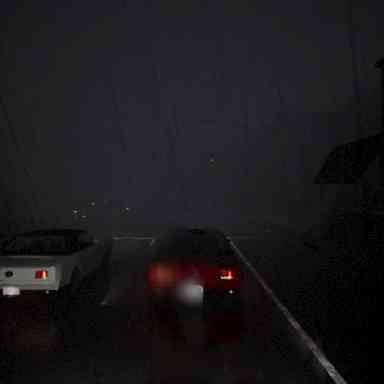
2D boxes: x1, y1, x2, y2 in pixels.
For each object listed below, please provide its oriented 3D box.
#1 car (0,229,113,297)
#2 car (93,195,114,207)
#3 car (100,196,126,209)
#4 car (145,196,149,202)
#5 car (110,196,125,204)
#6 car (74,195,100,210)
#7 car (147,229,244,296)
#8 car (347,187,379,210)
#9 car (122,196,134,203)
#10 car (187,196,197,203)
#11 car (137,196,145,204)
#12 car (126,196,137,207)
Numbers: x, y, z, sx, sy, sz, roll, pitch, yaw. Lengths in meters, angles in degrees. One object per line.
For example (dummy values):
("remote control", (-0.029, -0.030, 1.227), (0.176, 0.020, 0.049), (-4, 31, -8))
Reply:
("car", (-3.427, 1.602, 8.571), (1.895, 1.301, 4.718), (0, 0, 0))
("car", (-14.122, 1.358, 53.198), (2.097, 1.767, 4.553), (0, 0, 1))
("car", (-10.625, 1.530, 44.924), (1.812, 1.442, 4.674), (0, 0, 0))
("car", (-10.548, 1.543, 72.972), (2.033, 1.411, 5.357), (0, 0, 0))
("car", (-14.092, 1.571, 63.080), (1.994, 1.385, 4.181), (0, 0, 0))
("car", (-14.128, 1.496, 44.145), (2.128, 1.511, 4.902), (0, 0, 0))
("car", (0.074, 1.602, 8.589), (1.895, 1.301, 4.718), (0, 0, 0))
("car", (14.366, 0.772, 28.461), (4.553, 1.767, 2.097), (-15, 0, -1))
("car", (-14.048, 1.527, 73.002), (1.812, 1.442, 4.674), (0, 0, 0))
("car", (0.053, 1.484, 69.711), (1.882, 1.535, 5.008), (0, 0, 0))
("car", (-10.589, 1.570, 62.579), (1.994, 1.385, 4.181), (0, 0, 1))
("car", (-10.626, 1.357, 52.649), (2.097, 1.767, 4.553), (0, 0, 0))
